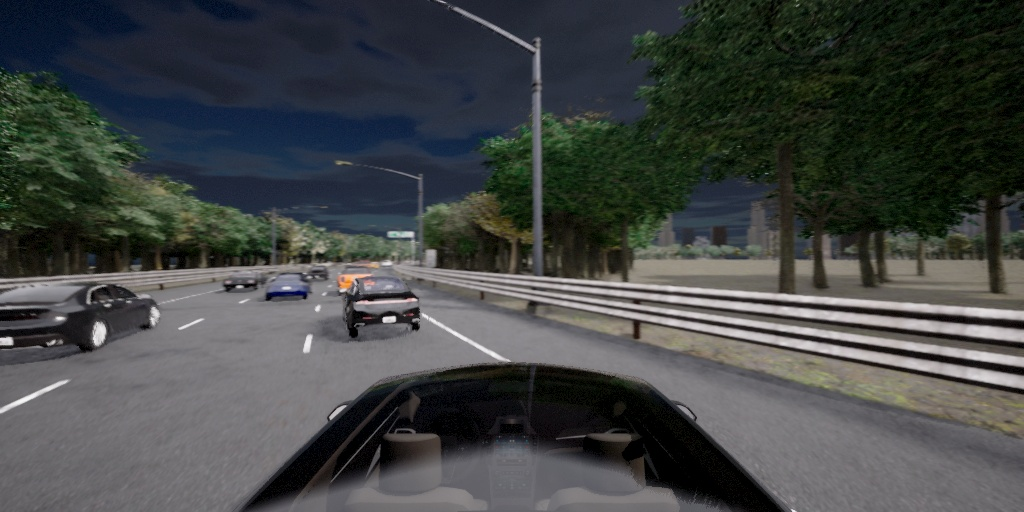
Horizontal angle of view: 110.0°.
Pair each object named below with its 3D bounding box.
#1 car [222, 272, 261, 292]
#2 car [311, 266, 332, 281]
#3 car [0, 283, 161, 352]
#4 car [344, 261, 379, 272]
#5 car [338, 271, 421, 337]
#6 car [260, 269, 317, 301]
[{"bbox_3d":[-18.674,1.749,25.436,1.895,1.301,4.718,0,-1,-24],"label":"car"},{"bbox_3d":[-19.862,1.792,37.010,1.837,1.490,4.892,0,-1,-23],"label":"car"},{"bbox_3d":[-10.800,1.414,8.964,1.837,1.490,4.892,0,-1,-27],"label":"car"},{"bbox_3d":[-9.871,1.413,22.783,2.097,1.767,4.553,0,-1,-25],"label":"car"},{"bbox_3d":[-4.113,1.379,10.984,2.128,1.511,4.902,0,-1,-27],"label":"car"},{"bbox_3d":[-12.300,1.611,20.015,1.994,1.385,4.181,0,-1,-25],"label":"car"}]
